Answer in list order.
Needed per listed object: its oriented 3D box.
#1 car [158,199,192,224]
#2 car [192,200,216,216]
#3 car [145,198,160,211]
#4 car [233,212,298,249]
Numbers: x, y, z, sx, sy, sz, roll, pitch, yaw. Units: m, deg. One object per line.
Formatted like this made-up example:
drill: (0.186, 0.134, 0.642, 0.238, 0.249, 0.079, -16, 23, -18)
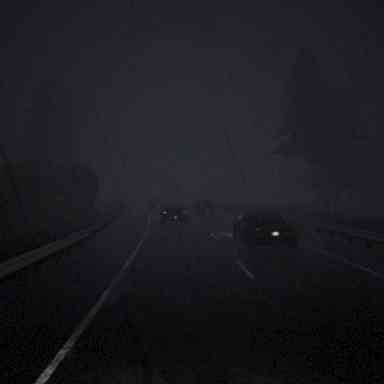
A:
car: (-1.362, 1.518, 24.350, 1.812, 1.442, 4.674, 0, 0, -7)
car: (0.970, 1.477, 32.073, 2.128, 1.511, 4.902, 0, 0, -10)
car: (-4.595, 1.495, 40.842, 1.837, 1.490, 4.892, 0, 0, -15)
car: (3.046, 1.554, 14.604, 1.994, 1.385, 4.181, 0, 0, -3)
